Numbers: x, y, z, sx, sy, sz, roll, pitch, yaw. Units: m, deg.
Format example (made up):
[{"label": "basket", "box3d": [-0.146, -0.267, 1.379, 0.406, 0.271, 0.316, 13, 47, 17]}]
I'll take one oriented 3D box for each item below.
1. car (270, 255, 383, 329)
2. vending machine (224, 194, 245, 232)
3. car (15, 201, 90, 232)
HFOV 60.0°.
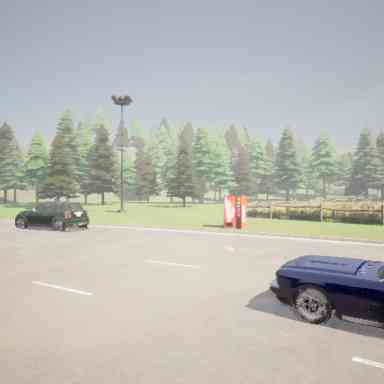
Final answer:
[{"label": "car", "box3d": [3.782, 1.601, 5.481, 4.718, 1.301, 1.895, 0, 0, 35]}, {"label": "vending machine", "box3d": [2.499, 1.195, 19.379, 0.880, 2.100, 1.100, 0, 0, 30]}, {"label": "car", "box3d": [-8.542, 1.354, 20.291, 4.553, 1.767, 2.097, 0, 0, 24]}]
